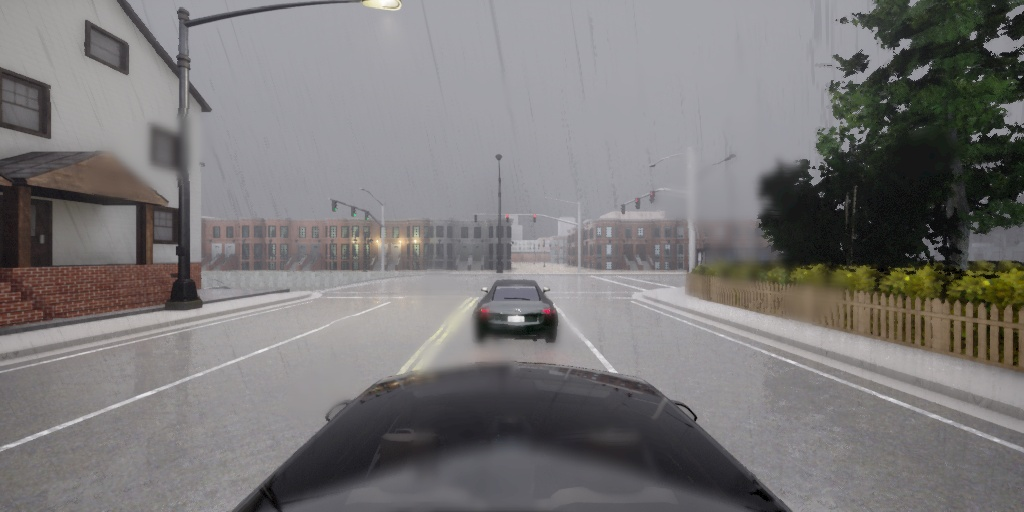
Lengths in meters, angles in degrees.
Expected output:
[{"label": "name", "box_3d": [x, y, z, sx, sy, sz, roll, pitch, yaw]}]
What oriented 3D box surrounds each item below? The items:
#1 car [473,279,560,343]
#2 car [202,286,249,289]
[{"label": "car", "box_3d": [0.099, 1.314, 9.657, 1.994, 1.385, 4.181, 0, 0, 0]}, {"label": "car", "box_3d": [-22.438, 3.308, 26.907, 5.566, 2.045, 2.150, -13, 1, -1]}]
